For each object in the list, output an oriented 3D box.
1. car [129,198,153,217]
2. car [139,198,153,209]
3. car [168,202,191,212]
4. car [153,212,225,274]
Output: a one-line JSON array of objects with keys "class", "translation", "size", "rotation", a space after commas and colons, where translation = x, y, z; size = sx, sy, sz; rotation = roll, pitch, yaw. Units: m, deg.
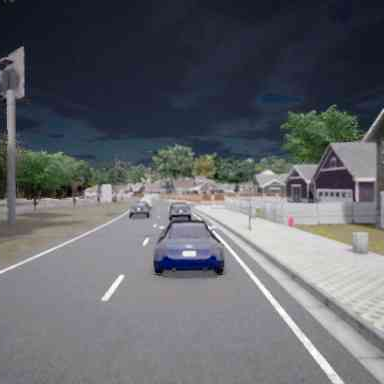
[{"class": "car", "translation": [-4.830, 1.569, 31.213], "size": [2.033, 1.411, 5.357], "rotation": [0, 0, -6]}, {"class": "car", "translation": [-6.349, 1.540, 45.722], "size": [1.812, 1.442, 4.674], "rotation": [0, 0, -7]}, {"class": "car", "translation": [-1.056, 1.559, 28.233], "size": [2.033, 1.411, 5.357], "rotation": [0, 0, -5]}, {"class": "car", "translation": [-0.122, 1.570, 10.611], "size": [1.994, 1.385, 4.181], "rotation": [0, 0, -2]}]
